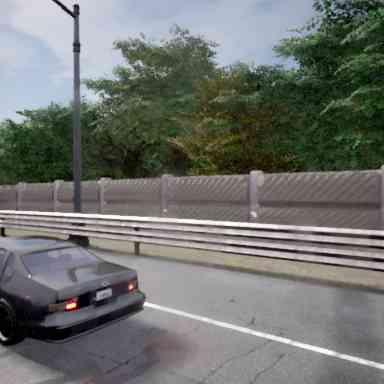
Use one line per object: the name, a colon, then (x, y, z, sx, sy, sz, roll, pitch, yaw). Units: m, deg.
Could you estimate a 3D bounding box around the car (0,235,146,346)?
car: (-3.321, 1.564, 6.376, 5.357, 1.411, 2.033, 0, 0, 36)
